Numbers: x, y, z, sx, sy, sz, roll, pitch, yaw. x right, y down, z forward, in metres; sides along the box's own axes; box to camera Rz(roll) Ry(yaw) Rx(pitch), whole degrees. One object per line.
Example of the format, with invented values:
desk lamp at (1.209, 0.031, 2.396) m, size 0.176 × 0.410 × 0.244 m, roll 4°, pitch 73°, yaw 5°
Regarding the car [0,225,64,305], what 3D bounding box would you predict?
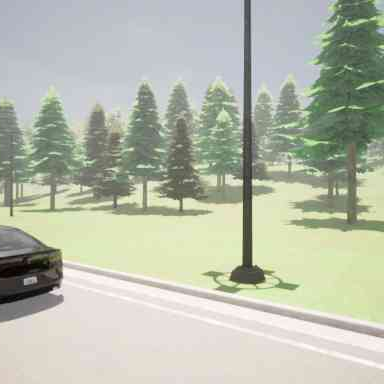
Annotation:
car at (-4.982, 1.478, 7.544) m, size 5.008 × 1.535 × 1.882 m, roll 0°, pitch 0°, yaw 36°
